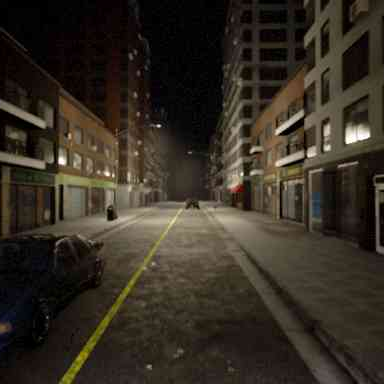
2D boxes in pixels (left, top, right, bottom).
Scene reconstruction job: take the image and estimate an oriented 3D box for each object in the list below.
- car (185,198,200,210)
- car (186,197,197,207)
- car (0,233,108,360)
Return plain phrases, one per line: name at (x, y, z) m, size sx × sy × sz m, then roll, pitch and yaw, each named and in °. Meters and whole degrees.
car at (0.078, 1.733, 46.946) m, size 1.812 × 1.442 × 4.674 m, roll 0°, pitch 0°, yaw 0°
car at (-0.028, 1.774, 60.155) m, size 1.882 × 1.535 × 5.008 m, roll 0°, pitch -1°, yaw 0°
car at (-3.105, 1.570, 6.559) m, size 2.033 × 1.411 × 5.357 m, roll 0°, pitch 0°, yaw 0°
